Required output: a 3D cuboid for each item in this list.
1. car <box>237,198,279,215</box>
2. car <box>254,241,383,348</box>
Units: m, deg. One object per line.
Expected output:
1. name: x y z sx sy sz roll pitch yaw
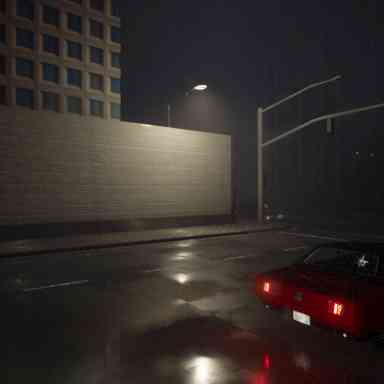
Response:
1. car: 6.863 1.407 34.721 2.097 1.767 4.553 0 0 -35
2. car: 3.467 1.601 6.259 4.718 1.301 1.895 0 0 -35
